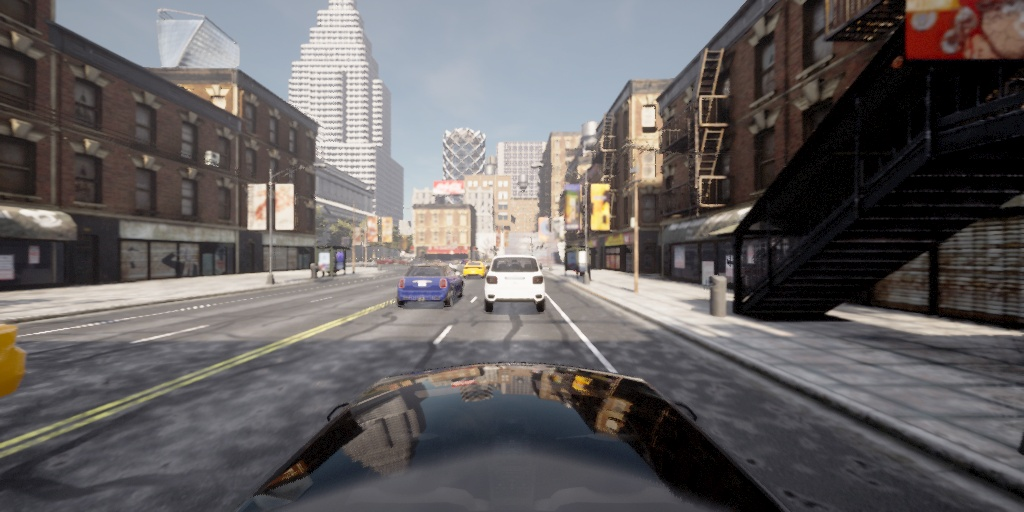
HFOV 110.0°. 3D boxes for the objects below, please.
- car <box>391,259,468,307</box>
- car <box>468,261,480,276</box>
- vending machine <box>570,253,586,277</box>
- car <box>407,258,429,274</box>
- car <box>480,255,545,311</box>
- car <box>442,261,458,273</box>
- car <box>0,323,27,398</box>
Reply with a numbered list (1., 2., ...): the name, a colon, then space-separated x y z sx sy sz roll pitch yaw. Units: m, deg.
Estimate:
1. car: -3.399 1.103 15.714 2.097 1.767 4.553 0 0 0
2. car: -3.398 1.230 33.792 1.882 1.535 5.008 0 0 0
3. vending machine: 7.377 0.948 39.977 1.100 2.100 0.880 0 0 -1
4. car: -11.065 1.105 42.549 2.097 1.767 4.553 0 0 -9
5. car: 0.101 0.972 14.649 2.150 2.045 5.566 0 0 0
6. car: -7.813 1.354 45.082 1.895 1.301 4.718 0 0 -11
7. car: -7.100 1.228 2.349 1.882 1.535 5.008 0 0 0
